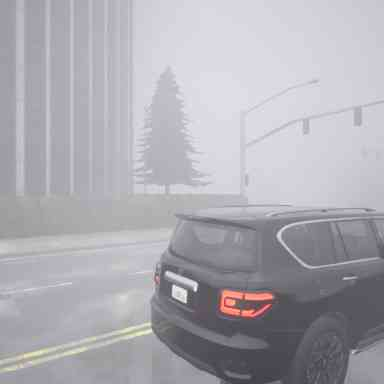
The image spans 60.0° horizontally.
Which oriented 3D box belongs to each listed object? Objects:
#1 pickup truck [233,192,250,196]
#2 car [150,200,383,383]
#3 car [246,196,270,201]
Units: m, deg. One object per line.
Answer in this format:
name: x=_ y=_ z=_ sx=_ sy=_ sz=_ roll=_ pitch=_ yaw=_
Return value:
pickup truck: x=10.283 y=1.059 z=68.812 sx=2.390 sy=2.098 sz=6.274 roll=0 pitch=0 yaw=-5
car: x=2.067 y=1.221 z=5.213 sx=5.566 sy=2.045 sz=2.150 roll=0 pitch=0 yaw=-35
car: x=9.109 y=1.564 z=42.249 sx=1.994 sy=1.385 sz=4.181 roll=0 pitch=0 yaw=-36
